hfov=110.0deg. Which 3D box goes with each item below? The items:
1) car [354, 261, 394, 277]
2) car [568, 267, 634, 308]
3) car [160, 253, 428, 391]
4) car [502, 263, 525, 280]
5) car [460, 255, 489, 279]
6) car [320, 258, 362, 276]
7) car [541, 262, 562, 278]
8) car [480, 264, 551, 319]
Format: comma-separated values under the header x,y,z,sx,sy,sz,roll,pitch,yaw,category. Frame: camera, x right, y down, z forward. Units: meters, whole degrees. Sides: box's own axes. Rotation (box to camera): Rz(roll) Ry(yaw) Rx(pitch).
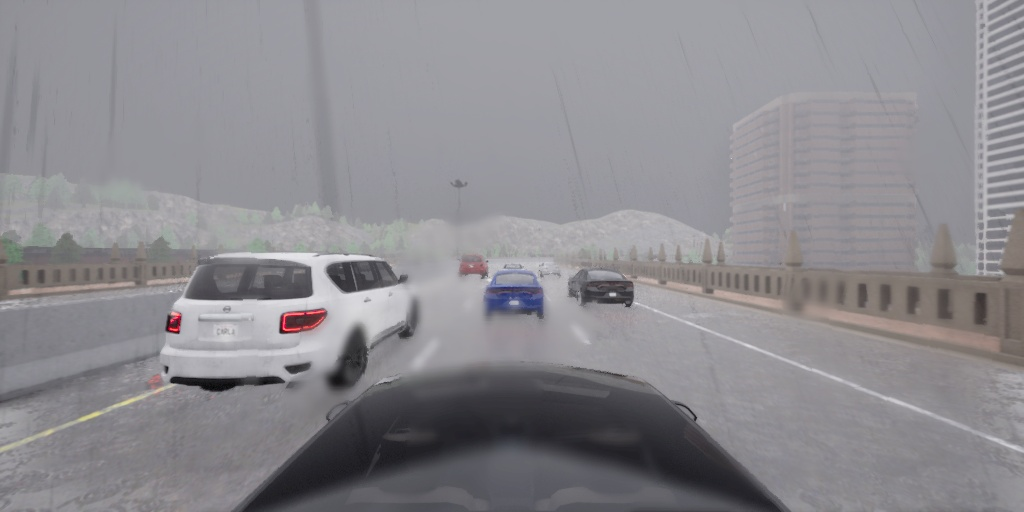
x,y,z,sx,sy,sz,roll,pitch,yaw,category
-14.101,1.287,37.020,2.033,1.411,5.357,0,0,0,car
3.598,1.224,15.274,1.882,1.535,5.008,0,0,0,car
-3.412,0.970,6.935,2.150,2.045,5.566,0,0,0,car
0.095,1.342,32.121,1.895,1.301,4.718,0,0,0,car
-3.404,0.962,32.948,2.150,2.045,5.566,0,0,0,car
-17.595,1.091,37.169,2.097,1.767,4.553,0,0,0,car
3.582,1.266,34.312,1.812,1.442,4.674,0,0,0,car
0.099,1.224,12.801,1.882,1.535,5.008,0,0,0,car
